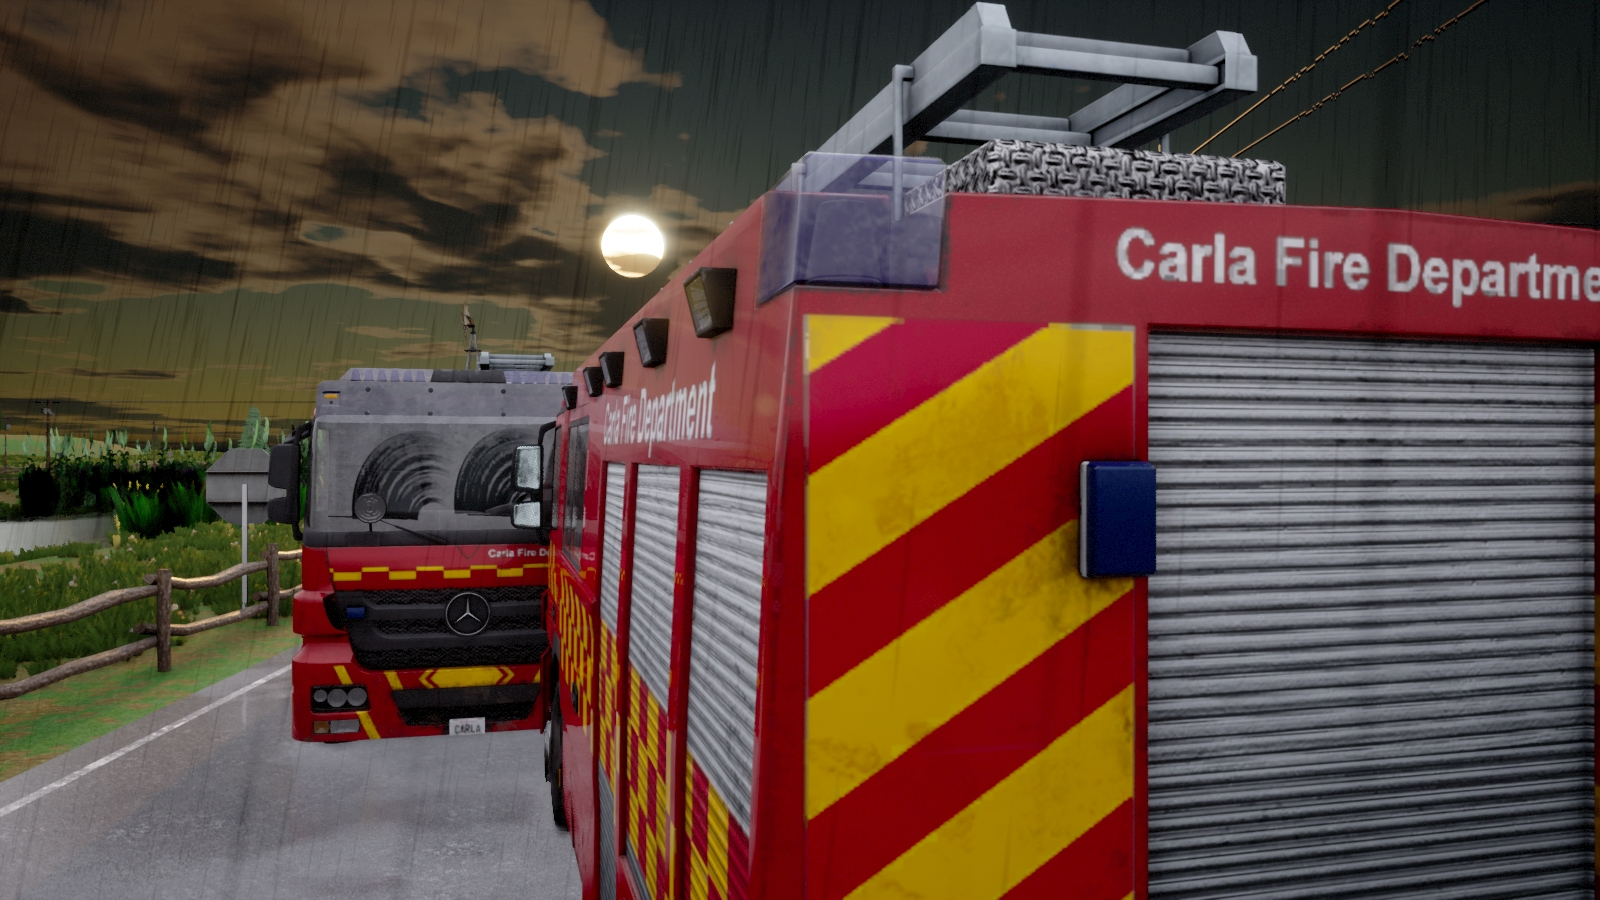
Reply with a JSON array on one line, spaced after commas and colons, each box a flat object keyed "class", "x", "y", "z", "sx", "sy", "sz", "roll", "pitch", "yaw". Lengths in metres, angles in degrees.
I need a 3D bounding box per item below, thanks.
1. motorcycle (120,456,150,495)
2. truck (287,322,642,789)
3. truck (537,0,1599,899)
[{"class": "motorcycle", "x": -41.398, "y": 1.577, "z": 71.111, "sx": 0.803, "sy": 2.348, "sz": 2.033, "roll": 0, "pitch": 0, "yaw": -4}, {"class": "truck", "x": -3.922, "y": 0.862, "z": 13.835, "sx": 2.891, "sy": 3.827, "sz": 8.468, "roll": 0, "pitch": 0, "yaw": -15}, {"class": "truck", "x": 0.085, "y": 0.867, "z": 6.872, "sx": 2.891, "sy": 3.827, "sz": 8.468, "roll": 0, "pitch": 0, "yaw": -15}]
